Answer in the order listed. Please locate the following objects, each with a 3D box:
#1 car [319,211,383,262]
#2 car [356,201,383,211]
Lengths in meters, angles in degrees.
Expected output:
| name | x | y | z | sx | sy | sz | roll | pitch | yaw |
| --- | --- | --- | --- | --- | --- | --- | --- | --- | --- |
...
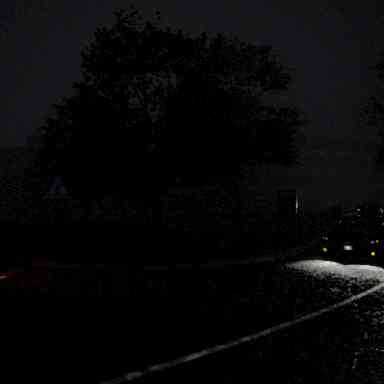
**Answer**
| name | x | y | z | sx | sy | sz | roll | pitch | yaw |
| --- | --- | --- | --- | --- | --- | --- | --- | --- | --- |
| car | 6.191 | 1.619 | 12.427 | 1.994 | 1.385 | 4.181 | -1 | 0 | 35 |
| car | 15.627 | 1.563 | 29.169 | 2.097 | 1.767 | 4.553 | -1 | -1 | 28 |
